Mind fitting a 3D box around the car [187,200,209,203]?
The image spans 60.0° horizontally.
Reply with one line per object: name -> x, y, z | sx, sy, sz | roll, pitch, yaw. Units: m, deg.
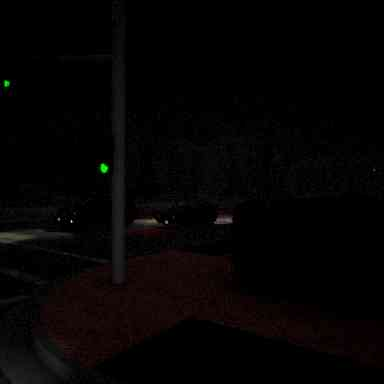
car -> 0.386, 1.478, 29.401 | 1.882, 1.535, 5.008 | 0, 0, 39

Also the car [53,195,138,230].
car -> -5.979, 1.221, 21.385 | 2.150, 2.045, 5.566 | 0, 0, 38

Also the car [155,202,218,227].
car -> -0.230, 1.601, 22.650 | 1.895, 1.301, 4.718 | 0, 0, 38
